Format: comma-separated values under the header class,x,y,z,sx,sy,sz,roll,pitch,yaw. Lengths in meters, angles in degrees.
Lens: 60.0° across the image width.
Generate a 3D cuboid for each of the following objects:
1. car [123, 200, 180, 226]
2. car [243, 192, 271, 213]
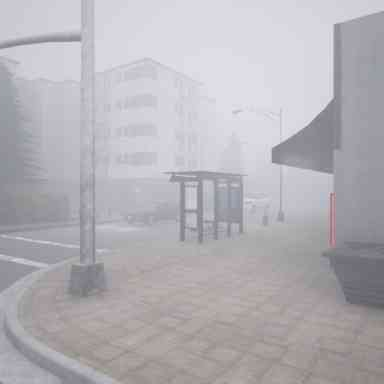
class,x,y,z,sx,sy,sz,roll,pitch,yaw
car,-2.399,1.328,22.225,1.837,1.490,4.892,0,0,36
car,6.181,1.044,34.159,2.150,2.045,5.566,0,0,36
